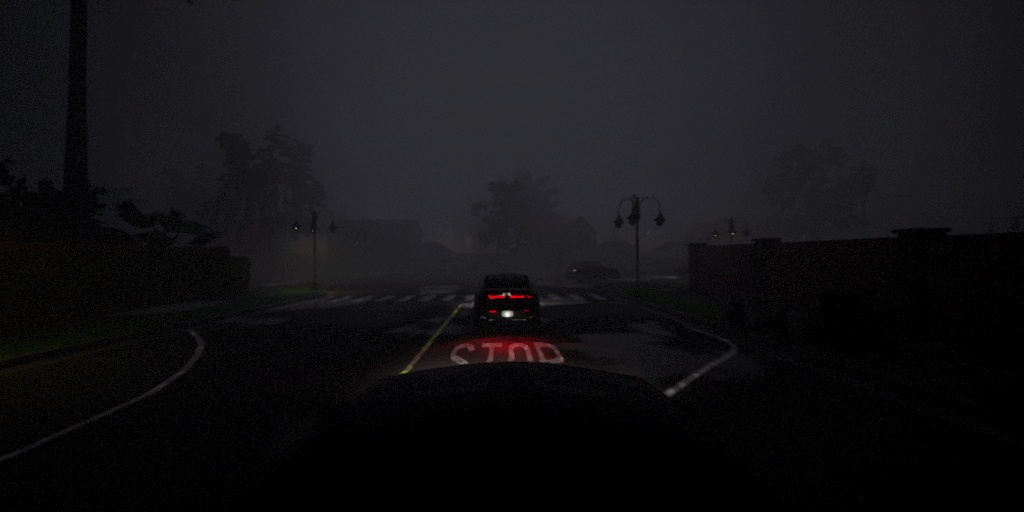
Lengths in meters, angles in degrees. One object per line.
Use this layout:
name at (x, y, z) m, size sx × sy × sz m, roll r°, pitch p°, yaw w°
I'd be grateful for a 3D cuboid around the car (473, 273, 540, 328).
car at (-0.186, 1.283, 11.568) m, size 1.837 × 1.490 × 4.892 m, roll 0°, pitch -1°, yaw -2°

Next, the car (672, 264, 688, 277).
car at (18.202, 1.282, 35.112) m, size 4.892 × 1.490 × 1.837 m, roll 0°, pitch 0°, yaw -2°

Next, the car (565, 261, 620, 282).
car at (6.942, 1.208, 30.808) m, size 4.553 × 1.767 × 2.097 m, roll -1°, pitch 1°, yaw -16°
